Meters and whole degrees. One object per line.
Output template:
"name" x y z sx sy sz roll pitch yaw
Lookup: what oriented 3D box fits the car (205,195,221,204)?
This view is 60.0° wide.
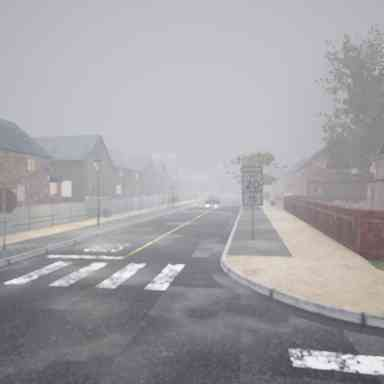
"car" 3.250 1.156 50.794 1.994 1.385 4.181 -1 0 10
